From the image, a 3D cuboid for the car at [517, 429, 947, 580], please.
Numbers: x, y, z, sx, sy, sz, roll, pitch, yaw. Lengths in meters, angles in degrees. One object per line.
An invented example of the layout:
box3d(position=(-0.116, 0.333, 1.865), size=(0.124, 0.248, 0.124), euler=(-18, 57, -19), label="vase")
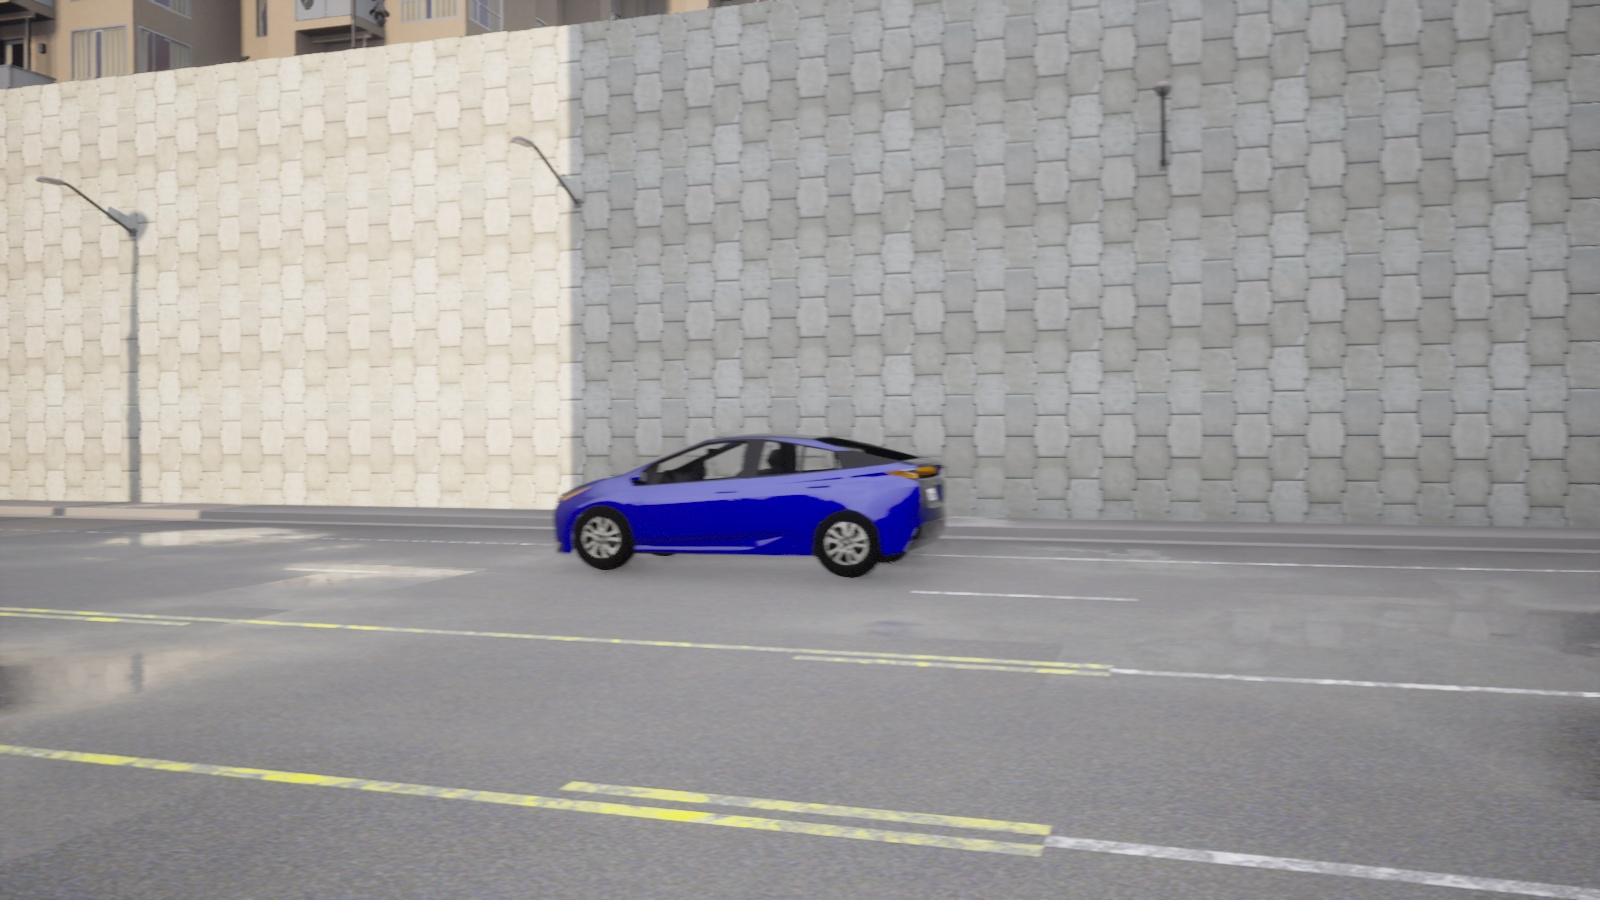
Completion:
box3d(position=(-0.741, 0.534, 14.464), size=(4.514, 1.525, 2.007), euler=(1, 1, 18), label="car")
